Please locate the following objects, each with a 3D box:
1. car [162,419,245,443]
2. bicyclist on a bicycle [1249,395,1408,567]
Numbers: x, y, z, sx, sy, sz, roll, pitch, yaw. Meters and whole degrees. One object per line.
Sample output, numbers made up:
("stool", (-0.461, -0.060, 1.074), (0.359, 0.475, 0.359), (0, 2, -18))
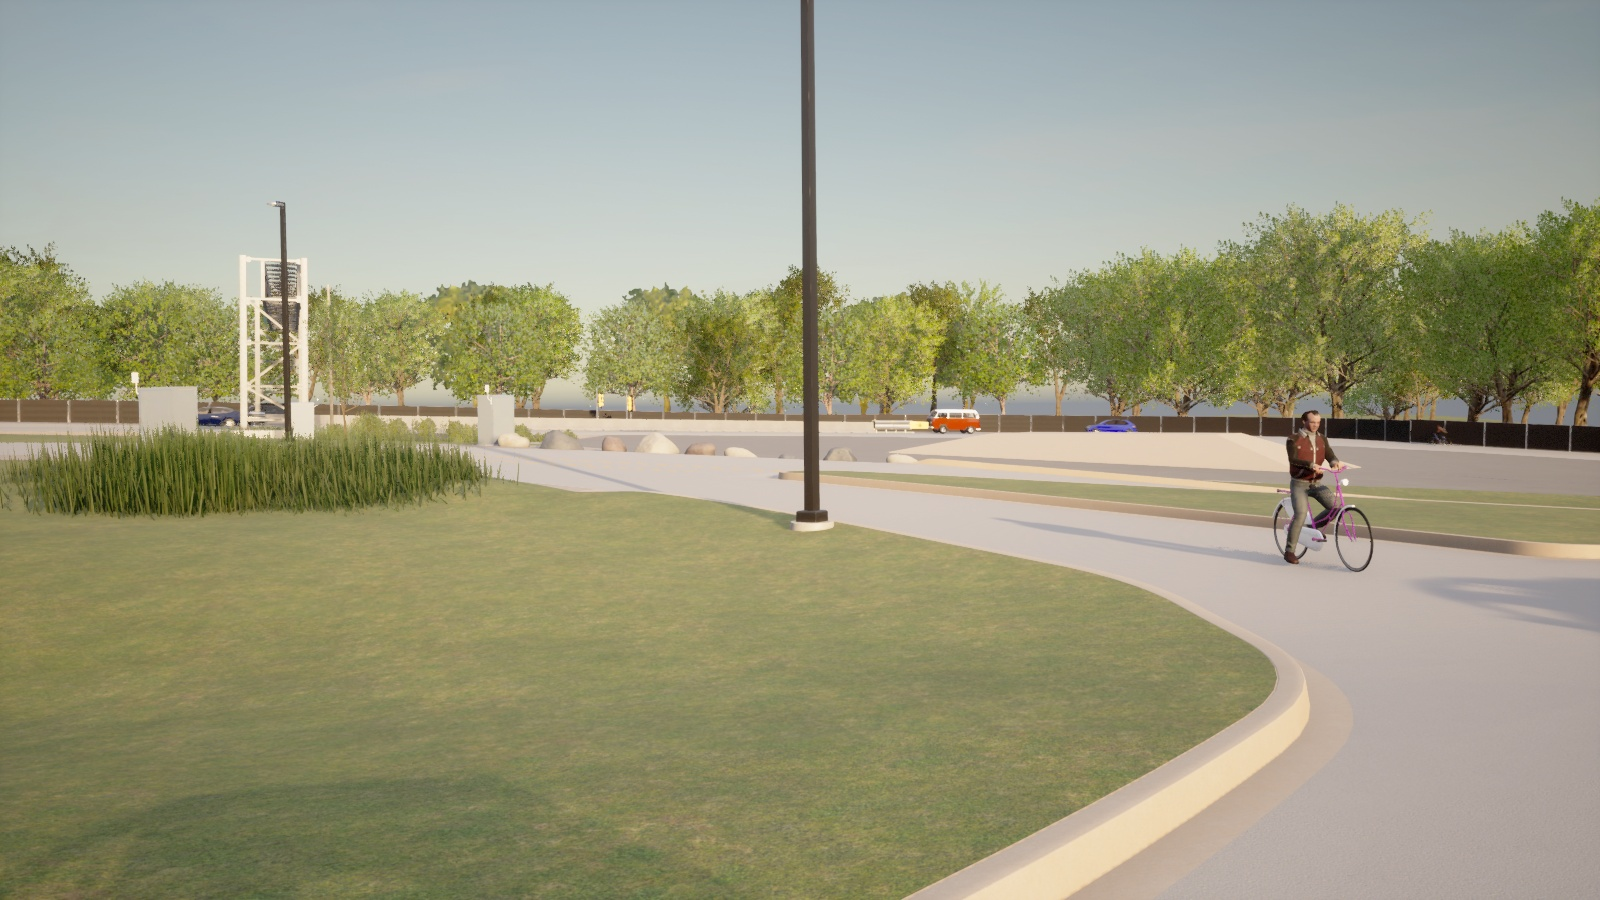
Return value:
("car", (-38.794, -1.278, 81.803), (4.792, 1.488, 2.163), (-1, 2, -22))
("bicyclist on a bicycle", (5.856, 0.307, 14.044), (0.659, 1.776, 1.843), (-2, 1, -12))
